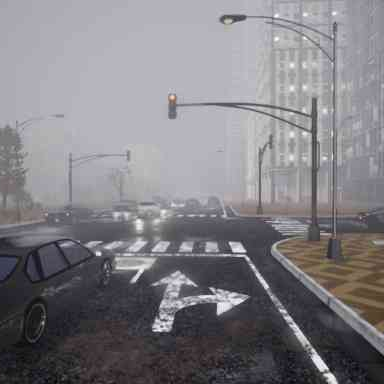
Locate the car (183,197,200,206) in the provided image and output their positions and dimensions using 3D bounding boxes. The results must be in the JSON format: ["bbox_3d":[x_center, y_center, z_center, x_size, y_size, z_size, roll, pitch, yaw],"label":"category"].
[{"bbox_3d":[0.170,1.558,53.314,1.994,1.385,4.181,0,0,5],"label":"car"}]

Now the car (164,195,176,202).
[{"bbox_3d":[-4.797,1.464,73.648,1.882,1.535,5.008,0,0,5],"label":"car"}]

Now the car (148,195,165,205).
[{"bbox_3d":[-6.162,1.345,57.853,2.097,1.767,4.553,0,0,5],"label":"car"}]

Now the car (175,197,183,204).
[{"bbox_3d":[-2.447,1.598,63.075,1.895,1.301,4.718,0,0,5],"label":"car"}]

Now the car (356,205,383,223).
[{"bbox_3d":[14.408,1.388,22.961,5.357,1.411,2.033,0,0,5],"label":"car"}]

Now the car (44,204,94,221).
[{"bbox_3d":[-8.866,1.588,24.360,1.895,1.301,4.718,0,0,4],"label":"car"}]

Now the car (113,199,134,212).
[{"bbox_3d":[-7.686,1.538,39.348,2.033,1.411,5.357,0,0,5],"label":"car"}]

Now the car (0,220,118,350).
[{"bbox_3d":[-3.049,1.546,6.262,2.033,1.411,5.357,0,0,5],"label":"car"}]

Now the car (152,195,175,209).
[{"bbox_3d":[-4.000,1.483,44.545,2.128,1.511,4.902,0,0,5],"label":"car"}]

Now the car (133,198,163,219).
[{"bbox_3d":[-3.933,1.494,29.277,1.812,1.442,4.674,0,0,-12],"label":"car"}]

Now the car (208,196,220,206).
[{"bbox_3d":[3.655,1.473,56.054,1.882,1.535,5.008,0,0,5],"label":"car"}]
